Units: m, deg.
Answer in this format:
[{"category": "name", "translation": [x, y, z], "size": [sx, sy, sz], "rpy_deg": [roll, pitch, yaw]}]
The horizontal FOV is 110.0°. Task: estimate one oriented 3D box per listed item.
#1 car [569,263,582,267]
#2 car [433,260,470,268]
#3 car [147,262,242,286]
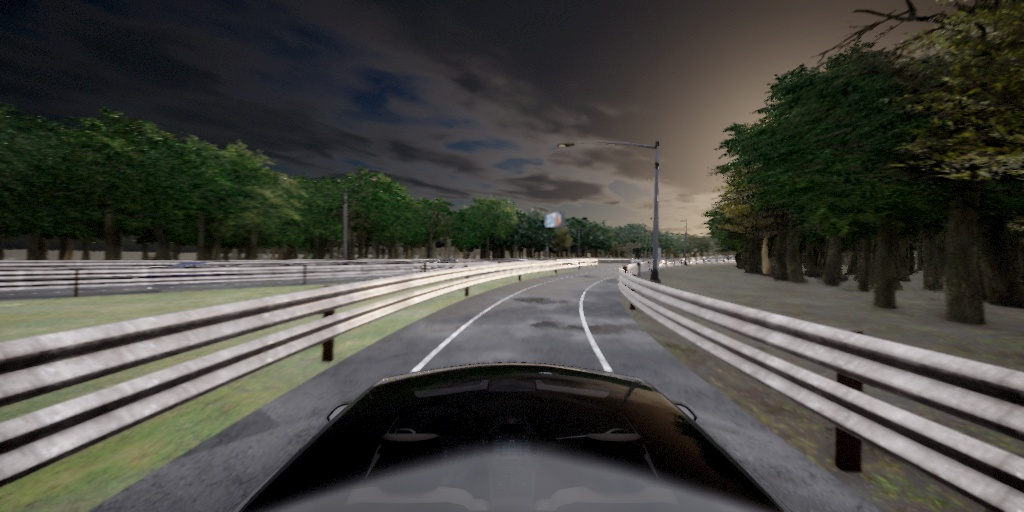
[{"category": "car", "translation": [10.873, 1.370, 64.319], "size": [1.895, 1.301, 4.718], "rpy_deg": [1, 0, 40]}, {"category": "car", "translation": [-7.121, 1.225, 42.820], "size": [1.837, 1.490, 4.892], "rpy_deg": [1, 1, 40]}, {"category": "car", "translation": [-21.965, 1.205, 25.087], "size": [1.882, 1.535, 5.008], "rpy_deg": [1, 0, 40]}]
